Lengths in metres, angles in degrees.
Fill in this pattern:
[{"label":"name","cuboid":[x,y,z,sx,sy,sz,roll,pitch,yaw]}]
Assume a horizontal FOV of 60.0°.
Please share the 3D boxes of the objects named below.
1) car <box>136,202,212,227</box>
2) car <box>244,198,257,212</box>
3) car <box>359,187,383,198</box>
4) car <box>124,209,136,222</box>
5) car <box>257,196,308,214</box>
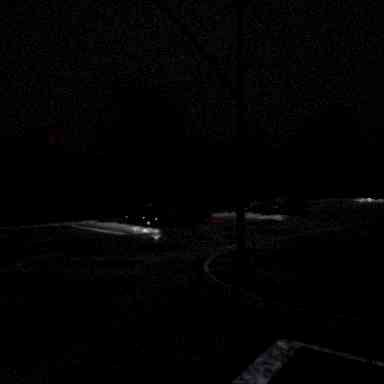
[{"label":"car","cuboid":[-0.929,1.588,23.493,5.357,1.411,2.033,-1,1,-44]},{"label":"car","cuboid":[7.142,1.266,34.202,4.718,1.301,1.895,-3,1,-35]},{"label":"car","cuboid":[24.296,0.086,44.219,4.181,1.385,1.994,-4,1,-26]},{"label":"car","cuboid":[-3.014,1.564,26.225,4.892,1.490,1.837,-1,1,-40]},{"label":"car","cuboid":[8.731,1.143,31.022,5.008,1.535,1.882,-3,1,-35]}]
